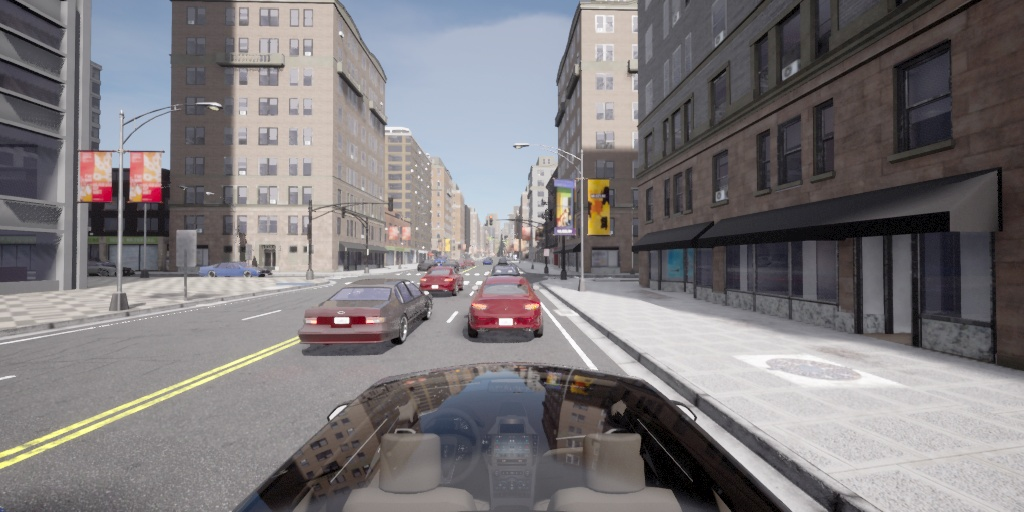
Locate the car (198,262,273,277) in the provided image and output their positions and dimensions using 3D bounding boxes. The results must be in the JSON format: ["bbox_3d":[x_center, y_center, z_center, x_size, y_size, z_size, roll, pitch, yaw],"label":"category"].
[{"bbox_3d":[-23.667,1.196,30.735,5.357,1.411,2.033,0,-1,1],"label":"car"}]

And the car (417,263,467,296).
[{"bbox_3d":[-3.660,1.275,19.057,1.812,1.442,4.674,0,0,-1],"label":"car"}]

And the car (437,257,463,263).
[{"bbox_3d":[-7.785,1.209,45.538,1.882,1.535,5.008,0,0,-2],"label":"car"}]

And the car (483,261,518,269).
[{"bbox_3d":[-0.405,1.240,19.234,2.128,1.511,4.902,0,0,-3],"label":"car"}]

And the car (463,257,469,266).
[{"bbox_3d":[-8.024,1.249,54.741,1.812,1.442,4.674,0,0,-1],"label":"car"}]

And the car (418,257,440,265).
[{"bbox_3d":[-11.082,1.208,47.241,1.882,1.535,5.008,0,0,-1],"label":"car"}]

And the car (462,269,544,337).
[{"bbox_3d":[-0.179,1.277,10.150,1.812,1.442,4.674,0,0,-1],"label":"car"}]

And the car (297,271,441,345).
[{"bbox_3d":[-3.409,1.298,9.469,2.033,1.411,5.357,0,0,-2],"label":"car"}]

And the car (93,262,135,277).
[{"bbox_3d":[-34.770,1.165,30.386,4.181,1.385,1.994,0,-1,-1],"label":"car"}]
